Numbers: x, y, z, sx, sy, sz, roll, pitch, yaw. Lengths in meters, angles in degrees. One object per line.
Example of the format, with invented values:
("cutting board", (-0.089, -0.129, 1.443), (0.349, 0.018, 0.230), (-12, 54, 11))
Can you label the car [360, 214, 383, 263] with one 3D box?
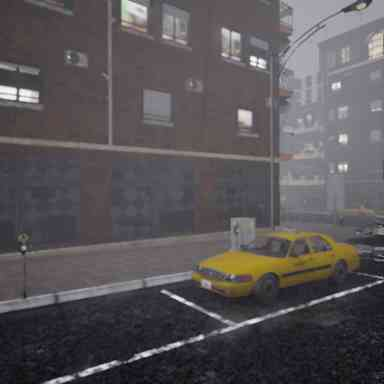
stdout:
("car", (7.001, 1.654, 11.586), (4.403, 1.369, 2.008), (1, -1, -36))

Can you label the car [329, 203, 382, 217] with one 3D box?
("car", (16.159, 1.775, 33.113), (1.752, 1.417, 4.829), (-1, 0, -36))

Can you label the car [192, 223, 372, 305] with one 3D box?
("car", (2.256, 1.580, 8.193), (4.829, 1.417, 1.752), (1, -1, -36))

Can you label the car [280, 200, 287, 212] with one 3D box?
("car", (9.804, 1.718, 41.966), (1.967, 1.590, 4.097), (-1, 0, -36))
